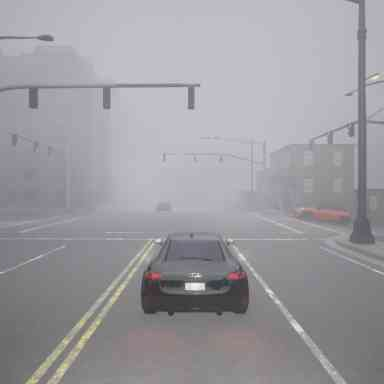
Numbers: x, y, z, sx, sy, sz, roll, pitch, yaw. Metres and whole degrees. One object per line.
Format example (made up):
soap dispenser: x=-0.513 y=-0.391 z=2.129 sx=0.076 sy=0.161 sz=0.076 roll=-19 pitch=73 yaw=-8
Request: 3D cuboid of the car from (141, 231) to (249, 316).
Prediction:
car: x=0.056 y=1.564 z=7.614 sx=1.994 sy=1.385 sz=4.181 roll=0 pitch=0 yaw=0

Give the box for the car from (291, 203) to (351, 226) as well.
car: x=10.712 y=1.683 z=27.774 sx=4.553 sy=1.767 sz=2.097 roll=7 pitch=0 yaw=0

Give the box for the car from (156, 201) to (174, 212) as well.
car: x=-3.711 y=2.017 z=44.584 sx=1.837 sy=1.490 sz=4.892 roll=0 pitch=-5 yaw=0

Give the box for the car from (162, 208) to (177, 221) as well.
car: x=-3.734 y=3.854 z=55.785 sx=2.033 sy=1.411 sz=5.357 roll=0 pitch=-12 yaw=0
